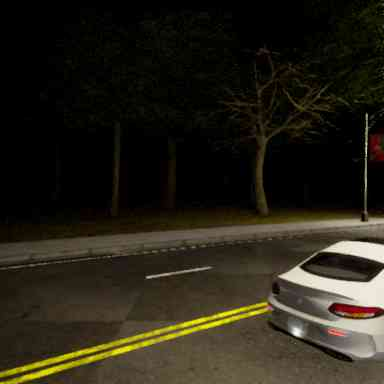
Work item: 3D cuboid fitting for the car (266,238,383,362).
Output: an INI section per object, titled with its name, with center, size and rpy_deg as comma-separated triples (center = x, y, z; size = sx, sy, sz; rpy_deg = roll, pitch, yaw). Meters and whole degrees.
[car]
center = 3.252, 1.499, 5.439
size = 4.674, 1.442, 1.812
rpy_deg = 0, 0, -33
